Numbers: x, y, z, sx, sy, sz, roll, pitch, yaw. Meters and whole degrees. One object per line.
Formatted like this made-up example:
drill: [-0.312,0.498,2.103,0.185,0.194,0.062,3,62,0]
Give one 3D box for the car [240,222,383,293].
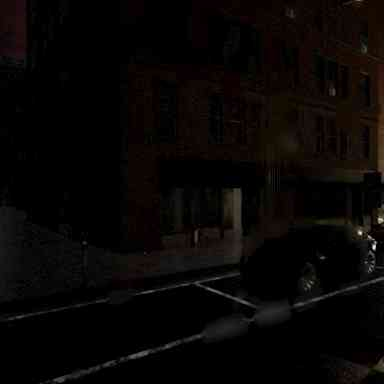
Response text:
car: [3.225,1.564,8.842,4.313,1.339,1.947,0,0,-36]
